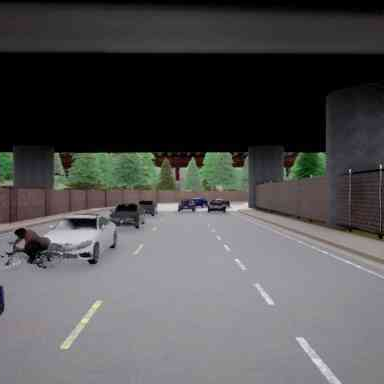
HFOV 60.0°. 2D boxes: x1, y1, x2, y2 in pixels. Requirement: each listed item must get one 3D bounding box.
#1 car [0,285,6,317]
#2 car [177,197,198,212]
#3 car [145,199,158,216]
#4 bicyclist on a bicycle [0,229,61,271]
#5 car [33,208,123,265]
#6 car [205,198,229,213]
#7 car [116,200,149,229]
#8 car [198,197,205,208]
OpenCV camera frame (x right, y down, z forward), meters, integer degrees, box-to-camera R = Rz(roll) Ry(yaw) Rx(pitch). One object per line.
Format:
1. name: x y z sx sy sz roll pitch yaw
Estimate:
1. car: -3.632 1.601 2.678 1.895 1.301 4.718 0 0 -2
2. car: -0.577 1.526 38.974 1.812 1.442 4.674 0 0 3
3. car: -4.393 1.505 32.156 1.837 1.490 4.892 0 0 -1
4. bicyclist on a bicycle: -4.283 1.548 8.713 1.656 1.620 0.582 0 42 -25
5. car: -3.899 1.526 11.866 1.812 1.442 4.674 0 0 -2
6. car: 2.776 1.564 37.356 1.994 1.385 4.181 0 0 4
7. car: -4.176 1.505 21.814 1.837 1.490 4.892 0 0 -2
8. car: 1.071 1.478 48.643 1.882 1.535 5.008 0 0 15
